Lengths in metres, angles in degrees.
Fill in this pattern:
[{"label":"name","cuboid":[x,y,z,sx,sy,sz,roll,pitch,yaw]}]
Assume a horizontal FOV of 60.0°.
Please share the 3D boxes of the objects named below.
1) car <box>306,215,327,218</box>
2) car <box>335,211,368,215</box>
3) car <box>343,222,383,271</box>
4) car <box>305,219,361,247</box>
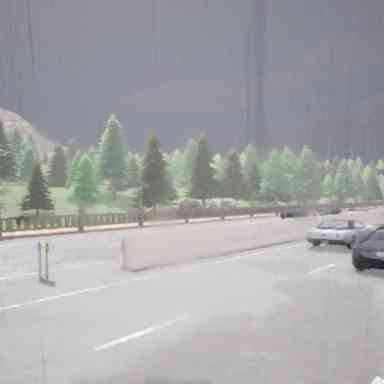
[{"label":"car","cuboid":[16.030,2.443,39.403,4.902,1.511,2.128,1,-3,-44]},{"label":"car","cuboid":[17.683,2.404,36.140,4.718,1.301,1.895,0,-3,-44]},{"label":"car","cuboid":[6.929,1.781,10.970,4.181,1.385,1.994,0,-3,-44]},{"label":"car","cuboid":[7.533,1.985,16.408,4.718,1.301,1.895,0,-3,-44]}]
